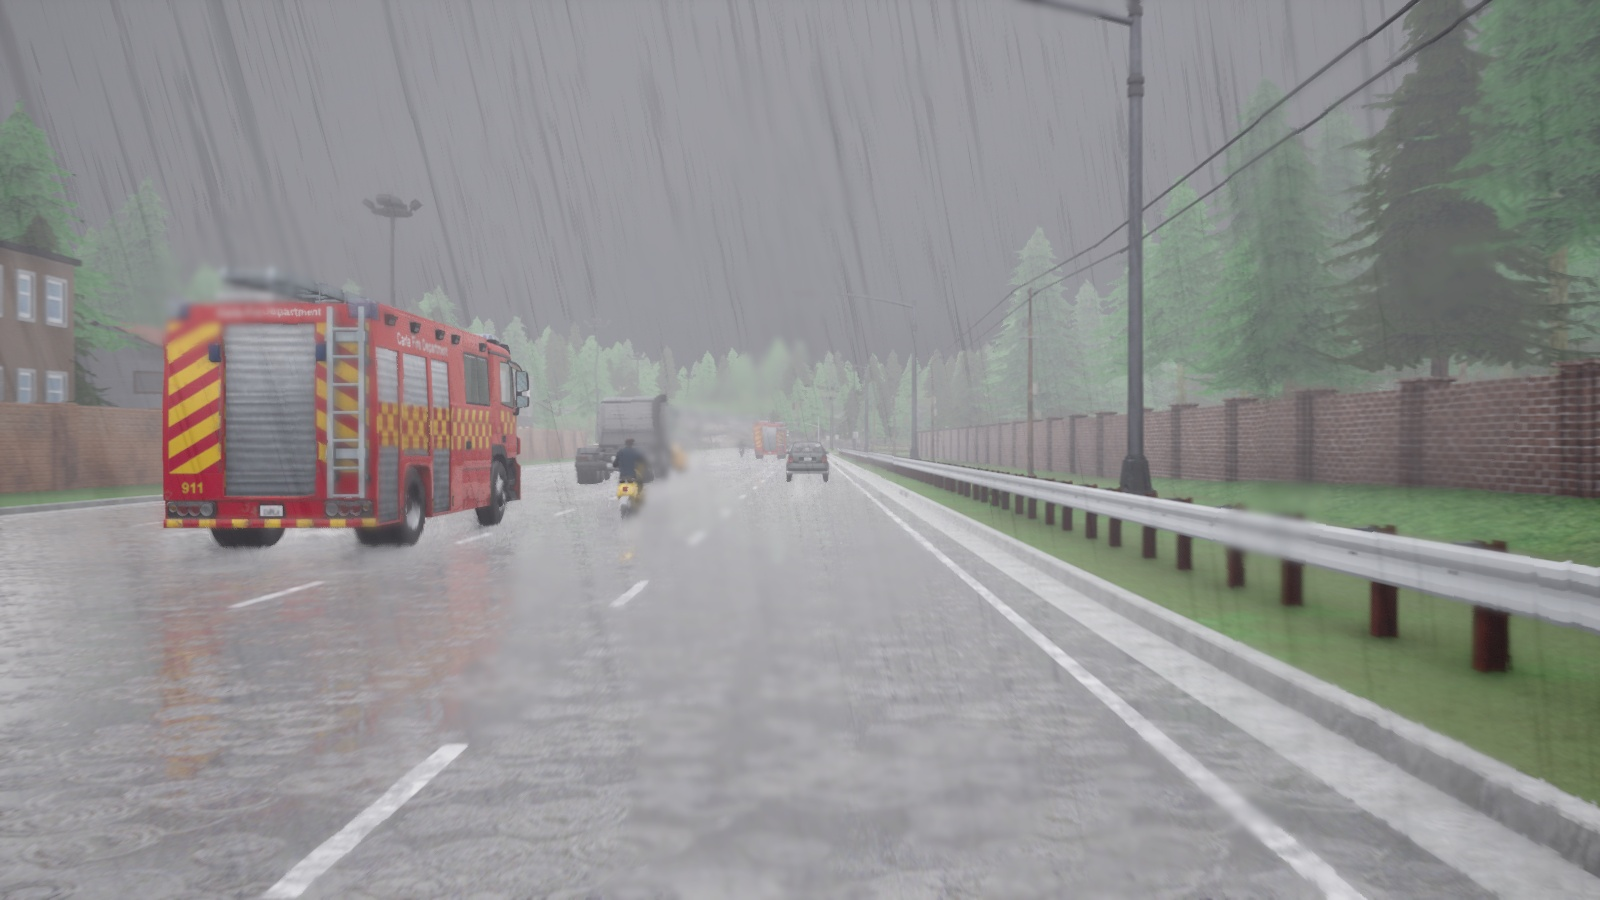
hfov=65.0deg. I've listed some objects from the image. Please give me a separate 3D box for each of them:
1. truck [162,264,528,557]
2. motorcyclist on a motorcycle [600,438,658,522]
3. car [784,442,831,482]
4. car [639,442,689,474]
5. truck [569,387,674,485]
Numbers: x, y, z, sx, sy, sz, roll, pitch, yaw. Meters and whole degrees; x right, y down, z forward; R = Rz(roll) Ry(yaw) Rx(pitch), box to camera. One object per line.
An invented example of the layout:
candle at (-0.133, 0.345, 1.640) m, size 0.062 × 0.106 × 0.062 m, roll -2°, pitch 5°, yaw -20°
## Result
truck at (-6.867, -0.539, 20.651) m, size 2.891 × 3.827 × 8.468 m, roll 0°, pitch 0°, yaw 0°
motorcyclist on a motorcycle at (-3.345, 0.560, 24.707) m, size 0.866 × 1.590 × 1.817 m, roll 0°, pitch 0°, yaw 0°
car at (0.301, 0.444, 50.413) m, size 1.789 × 1.549 × 3.705 m, roll 0°, pitch 0°, yaw 0°
car at (-6.634, 0.374, 61.865) m, size 1.882 × 1.535 × 5.008 m, roll 0°, pitch 0°, yaw 0°
truck at (-6.709, -0.511, 48.464) m, size 2.891 × 3.462 × 7.936 m, roll 0°, pitch 0°, yaw 0°
